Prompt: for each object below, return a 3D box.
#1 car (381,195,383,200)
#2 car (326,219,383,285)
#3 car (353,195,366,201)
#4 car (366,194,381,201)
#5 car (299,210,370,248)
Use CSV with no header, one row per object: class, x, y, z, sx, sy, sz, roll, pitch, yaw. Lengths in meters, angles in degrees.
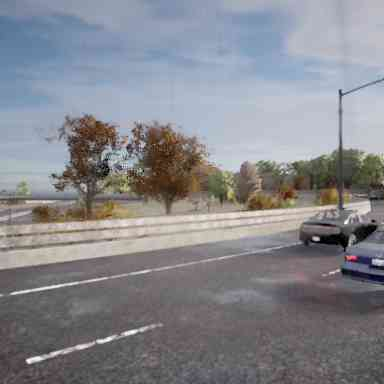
car,46.798,1.402,80.181,1.837,1.490,4.892,0,0,4
car,5.894,1.550,8.750,5.357,1.411,2.033,0,0,-41
car,39.823,1.436,81.380,2.128,1.511,4.902,0,0,4
car,43.305,1.254,81.013,2.097,1.767,4.553,0,0,4
car,6.332,1.503,13.877,4.902,1.511,2.128,0,0,-43
